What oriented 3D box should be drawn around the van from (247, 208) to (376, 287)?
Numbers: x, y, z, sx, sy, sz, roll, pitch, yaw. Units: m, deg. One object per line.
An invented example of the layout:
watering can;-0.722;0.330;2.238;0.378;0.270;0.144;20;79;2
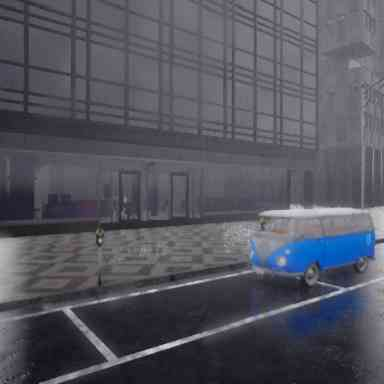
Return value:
van;3.300;1.339;9.000;3.998;1.788;1.690;0;0;-35
